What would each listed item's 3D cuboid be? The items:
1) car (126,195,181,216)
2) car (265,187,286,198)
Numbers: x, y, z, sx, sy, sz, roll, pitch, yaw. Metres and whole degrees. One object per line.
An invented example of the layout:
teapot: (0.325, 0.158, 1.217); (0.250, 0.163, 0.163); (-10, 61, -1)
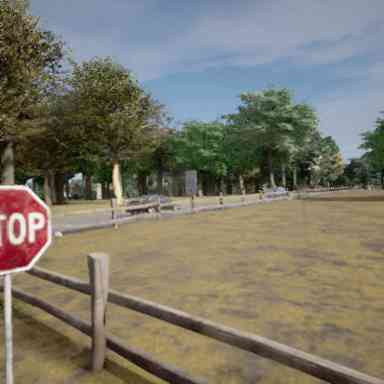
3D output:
car: (-2.774, 0.955, 25.074); (2.128, 1.511, 4.902); (-4, 0, 36)
car: (13.522, -0.026, 53.949); (2.097, 1.767, 4.553); (-4, 0, 36)
